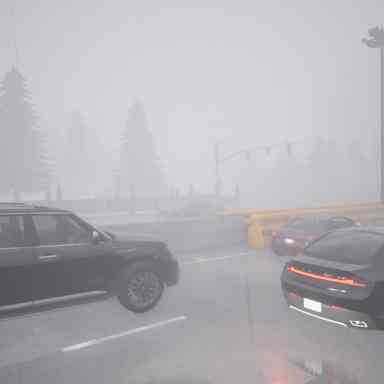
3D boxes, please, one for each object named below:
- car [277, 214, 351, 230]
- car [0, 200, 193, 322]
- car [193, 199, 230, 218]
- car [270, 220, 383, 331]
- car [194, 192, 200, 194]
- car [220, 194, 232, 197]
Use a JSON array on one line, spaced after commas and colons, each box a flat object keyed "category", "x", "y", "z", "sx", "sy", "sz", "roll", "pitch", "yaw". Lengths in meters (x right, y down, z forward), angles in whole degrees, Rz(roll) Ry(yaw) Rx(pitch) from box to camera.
[{"category": "car", "x": 4.610, "y": 1.441, "z": 11.324, "sx": 4.181, "sy": 1.385, "sz": 1.994, "roll": -1, "pitch": 1, "yaw": -35}, {"category": "car", "x": -2.922, "y": 1.217, "z": 5.961, "sx": 5.566, "sy": 2.045, "sz": 2.150, "roll": 0, "pitch": 0, "yaw": -36}, {"category": "car", "x": 0.107, "y": 1.355, "z": 25.463, "sx": 5.357, "sy": 1.411, "sz": 2.033, "roll": -1, "pitch": 1, "yaw": -34}, {"category": "car", "x": 3.798, "y": 1.435, "z": 6.456, "sx": 4.892, "sy": 1.490, "sz": 1.837, "roll": -1, "pitch": 1, "yaw": -35}, {"category": "car", "x": 1.044, "y": 0.836, "z": 76.658, "sx": 2.128, "sy": 1.511, "sz": 4.902, "roll": -1, "pitch": 1, "yaw": 3}, {"category": "car", "x": 4.953, "y": 1.060, "z": 49.786, "sx": 1.812, "sy": 1.442, "sz": 4.674, "roll": -1, "pitch": 1, "yaw": -35}]
